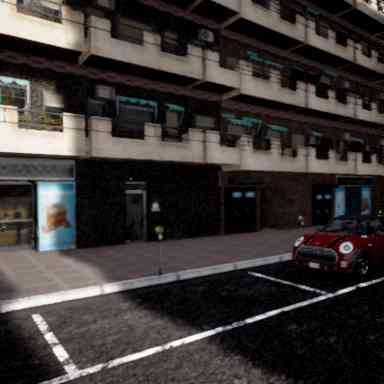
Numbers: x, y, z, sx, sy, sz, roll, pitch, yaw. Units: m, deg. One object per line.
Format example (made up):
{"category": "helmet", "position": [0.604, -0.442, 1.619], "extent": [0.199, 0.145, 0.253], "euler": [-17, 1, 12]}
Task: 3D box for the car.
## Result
{"category": "car", "position": [4.899, 1.442, 10.073], "extent": [4.097, 1.590, 1.967], "euler": [0, -1, -35]}
